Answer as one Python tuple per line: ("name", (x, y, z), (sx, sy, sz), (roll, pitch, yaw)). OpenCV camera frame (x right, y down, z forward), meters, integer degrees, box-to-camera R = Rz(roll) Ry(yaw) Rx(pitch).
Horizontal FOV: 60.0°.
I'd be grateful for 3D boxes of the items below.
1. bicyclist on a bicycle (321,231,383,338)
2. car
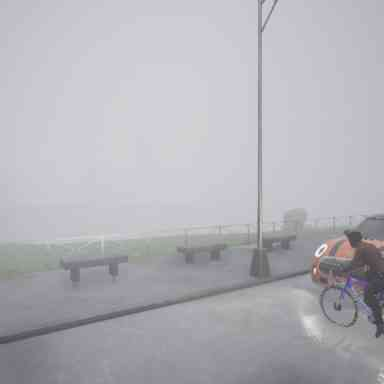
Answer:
("bicyclist on a bicycle", (2.729, 1.454, 5.202), (0.582, 1.620, 1.656), (0, -2, -35))
("car", (4.977, 1.355, 8.110), (4.553, 1.767, 2.097), (0, 0, -35))
